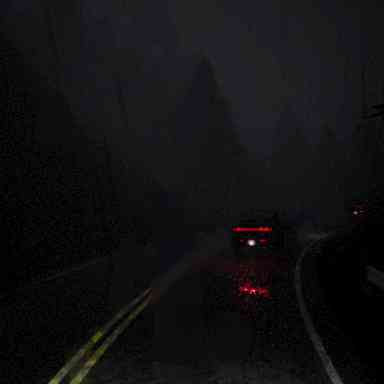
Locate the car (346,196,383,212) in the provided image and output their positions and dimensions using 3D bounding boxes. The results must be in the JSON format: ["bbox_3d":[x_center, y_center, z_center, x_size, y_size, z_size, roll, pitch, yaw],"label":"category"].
[{"bbox_3d":[13.054,1.058,23.908,4.892,1.490,1.837,-3,-2,-34],"label":"car"}]

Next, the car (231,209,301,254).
[{"bbox_3d":[3.021,1.431,13.139,1.837,1.490,4.892,-3,-1,26],"label":"car"}]
